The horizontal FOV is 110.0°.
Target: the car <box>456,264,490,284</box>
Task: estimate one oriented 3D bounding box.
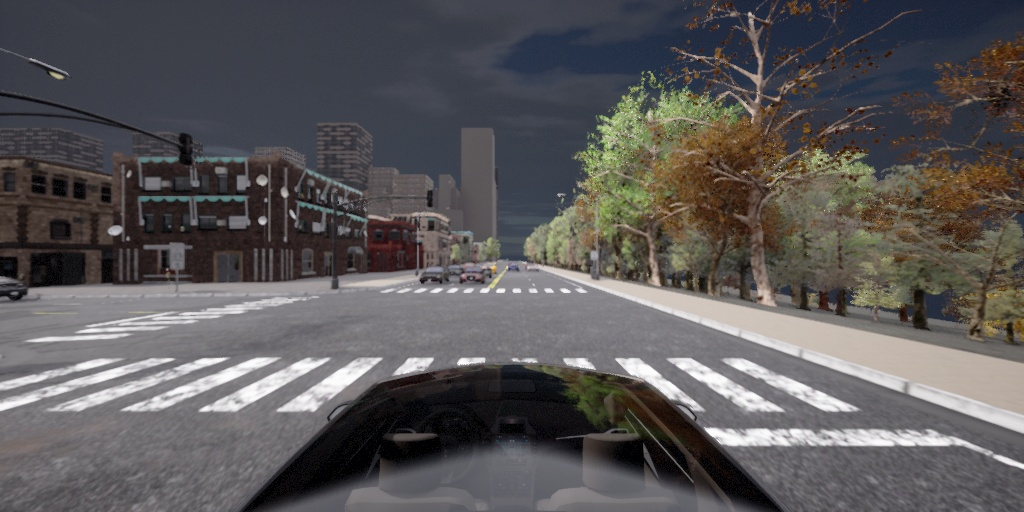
[{"bbox_3d":[-3.246,1.623,30.474,1.994,1.385,4.181,0,-1,0],"label":"car"}]

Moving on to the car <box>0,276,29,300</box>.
[{"bbox_3d":[-28.220,1.742,18.794,4.403,1.370,2.007,0,0,0],"label":"car"}]

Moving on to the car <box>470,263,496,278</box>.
[{"bbox_3d":[-3.202,1.719,39.476,1.994,1.385,4.181,0,-1,1],"label":"car"}]

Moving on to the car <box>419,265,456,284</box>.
[{"bbox_3d":[-6.495,1.611,30.917,2.033,1.411,5.357,0,-1,0],"label":"car"}]

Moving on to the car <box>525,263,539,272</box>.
[{"bbox_3d":[3.572,1.988,60.974,1.895,1.301,4.718,0,-1,0],"label":"car"}]

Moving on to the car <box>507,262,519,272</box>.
[{"bbox_3d":[0.216,1.908,60.602,1.812,1.442,4.674,0,-1,0],"label":"car"}]
